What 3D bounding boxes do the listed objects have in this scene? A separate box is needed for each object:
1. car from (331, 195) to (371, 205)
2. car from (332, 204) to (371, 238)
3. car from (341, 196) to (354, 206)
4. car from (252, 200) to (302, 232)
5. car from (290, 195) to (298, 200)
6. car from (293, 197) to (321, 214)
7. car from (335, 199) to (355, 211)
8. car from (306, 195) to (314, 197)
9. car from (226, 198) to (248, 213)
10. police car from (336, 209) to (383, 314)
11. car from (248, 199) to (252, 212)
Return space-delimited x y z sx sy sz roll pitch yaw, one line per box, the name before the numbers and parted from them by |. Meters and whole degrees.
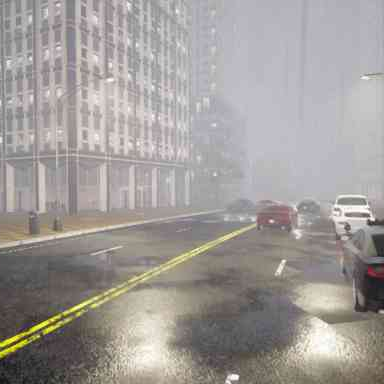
car | 10.396 1.215 21.776 2.150 2.045 5.566 0 0 24
car | 8.043 1.519 16.385 1.812 1.442 4.674 0 0 23
car | 26.167 1.428 56.095 1.882 1.535 5.008 0 0 23
car | 5.305 1.463 20.297 1.882 1.535 5.008 0 0 23
car | 22.512 1.415 72.945 1.837 1.490 4.892 0 0 21
car | 12.199 1.536 34.777 1.994 1.385 4.181 0 0 28
car | 18.802 1.575 40.749 1.895 1.301 4.718 0 0 28
car | 24.715 1.402 69.529 1.882 1.535 5.008 0 0 21
car | 5.284 1.432 36.041 1.882 1.535 5.008 0 0 27
police car | 4.487 1.422 7.421 1.930 1.638 5.238 0 0 20
car | 7.328 1.491 32.858 1.812 1.442 4.674 0 0 26
